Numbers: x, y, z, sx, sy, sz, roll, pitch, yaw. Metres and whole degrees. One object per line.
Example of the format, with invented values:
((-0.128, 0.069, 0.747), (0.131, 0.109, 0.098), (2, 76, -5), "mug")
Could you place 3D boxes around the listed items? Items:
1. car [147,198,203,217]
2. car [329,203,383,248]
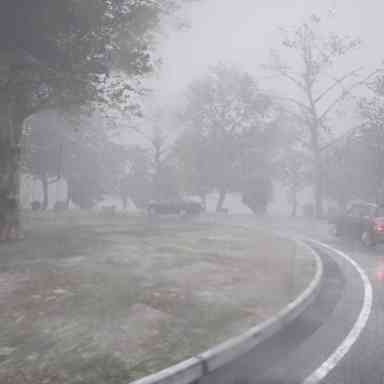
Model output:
((-1.500, 1.216, 28.167), (5.008, 1.535, 1.882), (1, 1, 30), "car")
((7.704, 1.253, 14.339), (2.097, 1.767, 4.553), (0, 1, 0), "car")
